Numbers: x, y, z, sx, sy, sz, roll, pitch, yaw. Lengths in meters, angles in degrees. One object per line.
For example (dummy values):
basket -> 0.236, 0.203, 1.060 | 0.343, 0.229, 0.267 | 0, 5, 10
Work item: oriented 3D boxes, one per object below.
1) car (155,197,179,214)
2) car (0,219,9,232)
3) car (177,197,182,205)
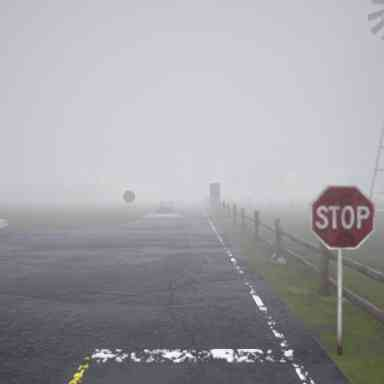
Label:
car -> -2.799, 1.581, 35.539 | 1.994, 1.385, 4.181 | 0, 0, 0
car -> -11.357, 1.546, 15.541 | 4.718, 1.301, 1.895 | 0, 0, 0
car -> -2.836, 1.560, 60.828 | 1.895, 1.301, 4.718 | 0, 0, 0
